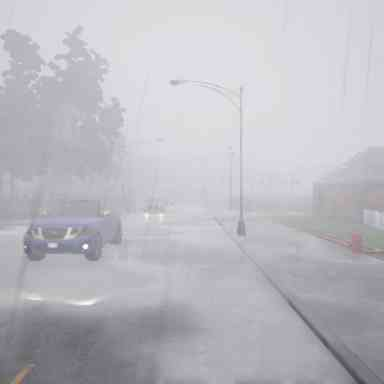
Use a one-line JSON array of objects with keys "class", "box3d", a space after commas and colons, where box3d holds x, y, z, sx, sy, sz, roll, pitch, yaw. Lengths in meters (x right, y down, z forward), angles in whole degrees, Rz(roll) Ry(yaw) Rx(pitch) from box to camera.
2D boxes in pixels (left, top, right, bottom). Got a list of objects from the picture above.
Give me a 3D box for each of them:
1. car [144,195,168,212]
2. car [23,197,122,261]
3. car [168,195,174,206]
[{"class": "car", "box3d": [-4.214, 1.352, 37.945, 2.097, 1.767, 4.553, 0, 0, 0]}, {"class": "car", "box3d": [-4.139, 1.222, 12.619, 2.150, 2.045, 5.566, 0, 0, 0]}, {"class": "car", "box3d": [-4.189, 1.351, 55.755, 2.097, 1.767, 4.553, 0, 0, 0]}]
